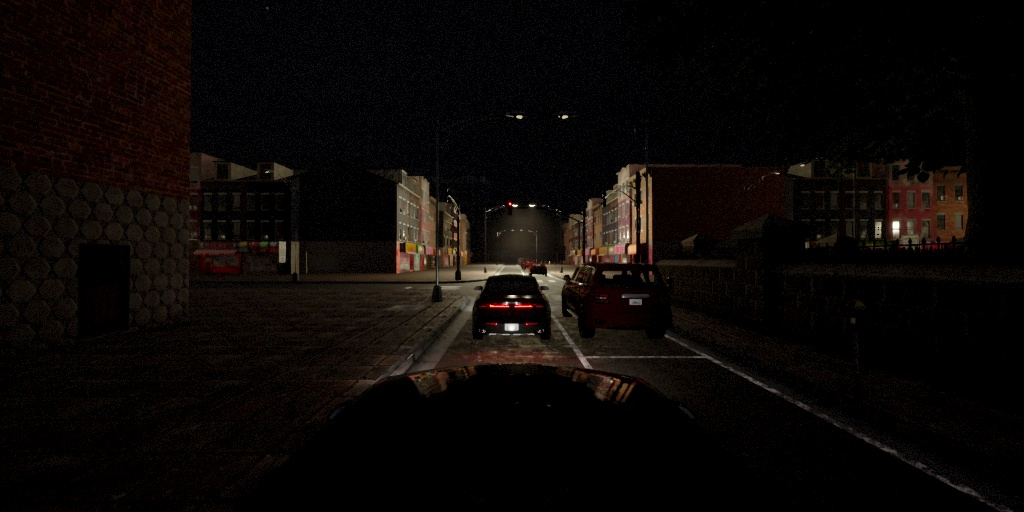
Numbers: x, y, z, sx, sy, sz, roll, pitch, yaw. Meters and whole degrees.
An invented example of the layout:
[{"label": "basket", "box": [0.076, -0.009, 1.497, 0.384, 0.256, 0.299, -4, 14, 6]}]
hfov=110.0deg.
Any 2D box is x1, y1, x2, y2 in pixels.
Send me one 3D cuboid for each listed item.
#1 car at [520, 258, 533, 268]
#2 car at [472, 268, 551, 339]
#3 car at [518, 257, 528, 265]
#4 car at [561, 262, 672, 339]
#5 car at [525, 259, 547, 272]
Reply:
[{"label": "car", "box": [2.565, 1.372, 52.784, 1.888, 1.381, 4.507, 0, 0, 0]}, {"label": "car", "box": [-0.011, 1.258, 10.001, 1.837, 1.490, 4.892, 0, 0, 0]}, {"label": "car", "box": [2.557, 1.157, 58.221, 2.192, 1.841, 5.009, 0, 0, 0]}, {"label": "car", "box": [2.626, 1.068, 10.043, 2.192, 1.841, 5.009, 0, 0, 0]}, {"label": "car", "box": [2.589, 1.334, 36.472, 1.888, 1.381, 4.507, 0, 0, 0]}]
